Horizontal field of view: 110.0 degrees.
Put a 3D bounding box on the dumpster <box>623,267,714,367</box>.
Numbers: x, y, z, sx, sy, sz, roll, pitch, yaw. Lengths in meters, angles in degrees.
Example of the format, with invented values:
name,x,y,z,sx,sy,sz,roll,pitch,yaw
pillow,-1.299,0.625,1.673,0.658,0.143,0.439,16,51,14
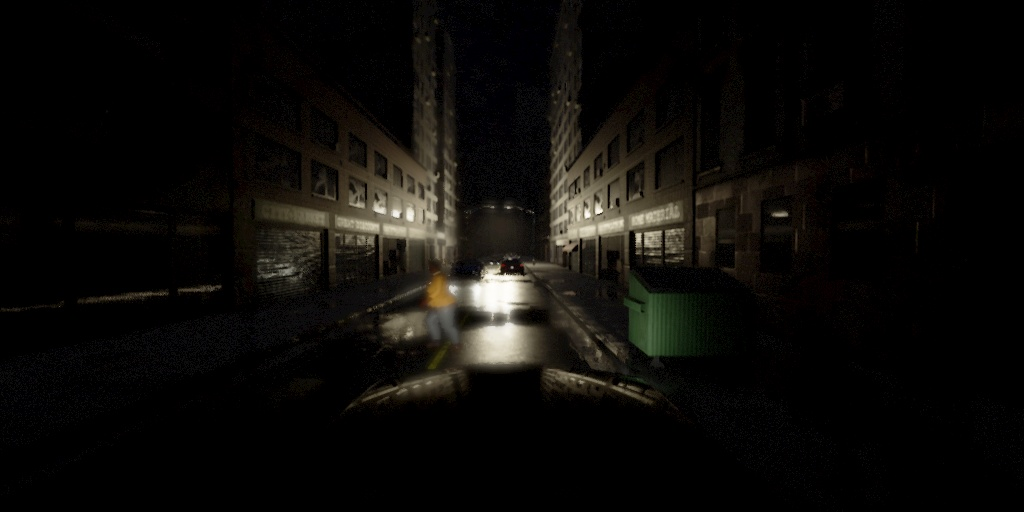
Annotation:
name,x,y,z,sx,sy,sz,roll,pitch,yaw
dumpster,2.995,1.062,7.270,1.020,1.700,1.940,0,0,0

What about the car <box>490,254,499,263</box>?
name,x,y,z,sx,sy,sz,roll,pitch,yaw
car,-2.959,0.423,64.359,2.033,1.411,5.357,0,1,1

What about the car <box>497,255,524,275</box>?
name,x,y,z,sx,sy,sz,roll,pitch,yaw
car,0.009,0.885,31.186,1.994,1.385,4.181,0,1,0

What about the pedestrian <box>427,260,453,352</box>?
name,x,y,z,sx,sy,sz,roll,pitch,yaw
pedestrian,-1.439,0.963,7.136,0.375,1.860,0.375,-1,1,-14

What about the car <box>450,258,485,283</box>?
name,x,y,z,sx,sy,sz,roll,pitch,yaw
car,-2.911,0.898,24.150,1.882,1.535,5.008,0,1,0
